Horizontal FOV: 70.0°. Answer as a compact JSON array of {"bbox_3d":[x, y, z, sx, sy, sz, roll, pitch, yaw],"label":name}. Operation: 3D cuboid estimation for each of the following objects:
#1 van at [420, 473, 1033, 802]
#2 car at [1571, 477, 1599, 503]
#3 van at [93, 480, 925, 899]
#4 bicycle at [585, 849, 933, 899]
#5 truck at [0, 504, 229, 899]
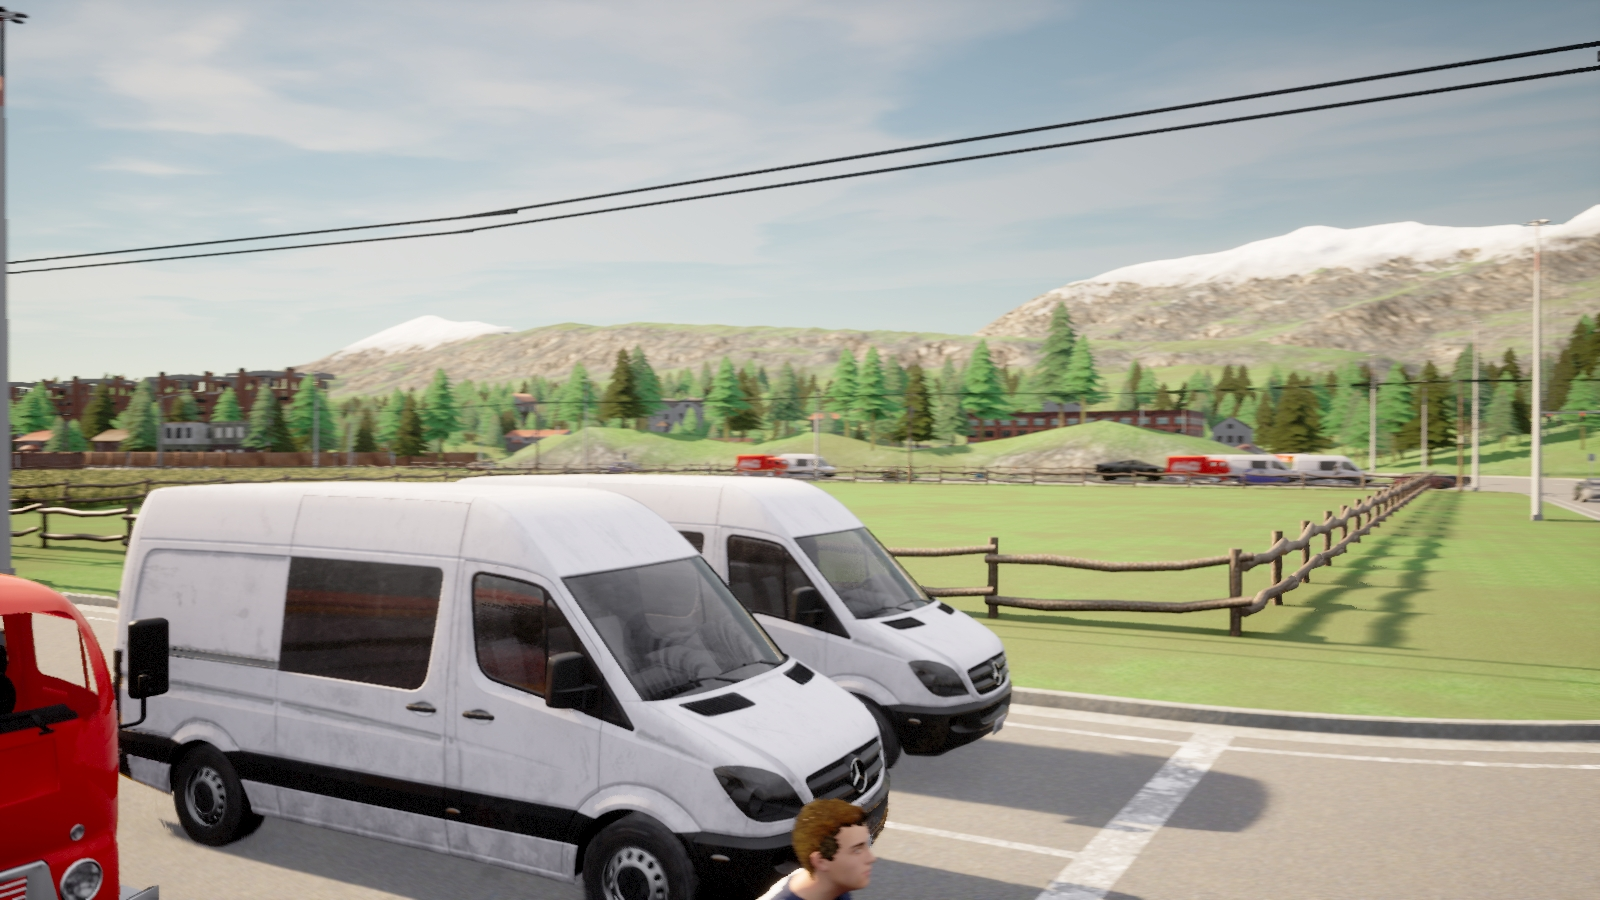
[{"bbox_3d":[-0.855,1.551,11.403,5.915,2.561,1.988,0,0,27],"label":"van"},{"bbox_3d":[45.449,2.262,65.087,1.994,1.385,4.181,0,0,27],"label":"car"},{"bbox_3d":[-2.246,1.545,8.199,5.915,2.561,1.988,0,0,27],"label":"van"},{"bbox_3d":[0.170,2.061,3.228,1.643,1.496,0.373,1,-1,25],"label":"bicycle"},{"bbox_3d":[-5.976,1.576,6.193,5.204,2.467,2.627,0,0,28],"label":"truck"}]
